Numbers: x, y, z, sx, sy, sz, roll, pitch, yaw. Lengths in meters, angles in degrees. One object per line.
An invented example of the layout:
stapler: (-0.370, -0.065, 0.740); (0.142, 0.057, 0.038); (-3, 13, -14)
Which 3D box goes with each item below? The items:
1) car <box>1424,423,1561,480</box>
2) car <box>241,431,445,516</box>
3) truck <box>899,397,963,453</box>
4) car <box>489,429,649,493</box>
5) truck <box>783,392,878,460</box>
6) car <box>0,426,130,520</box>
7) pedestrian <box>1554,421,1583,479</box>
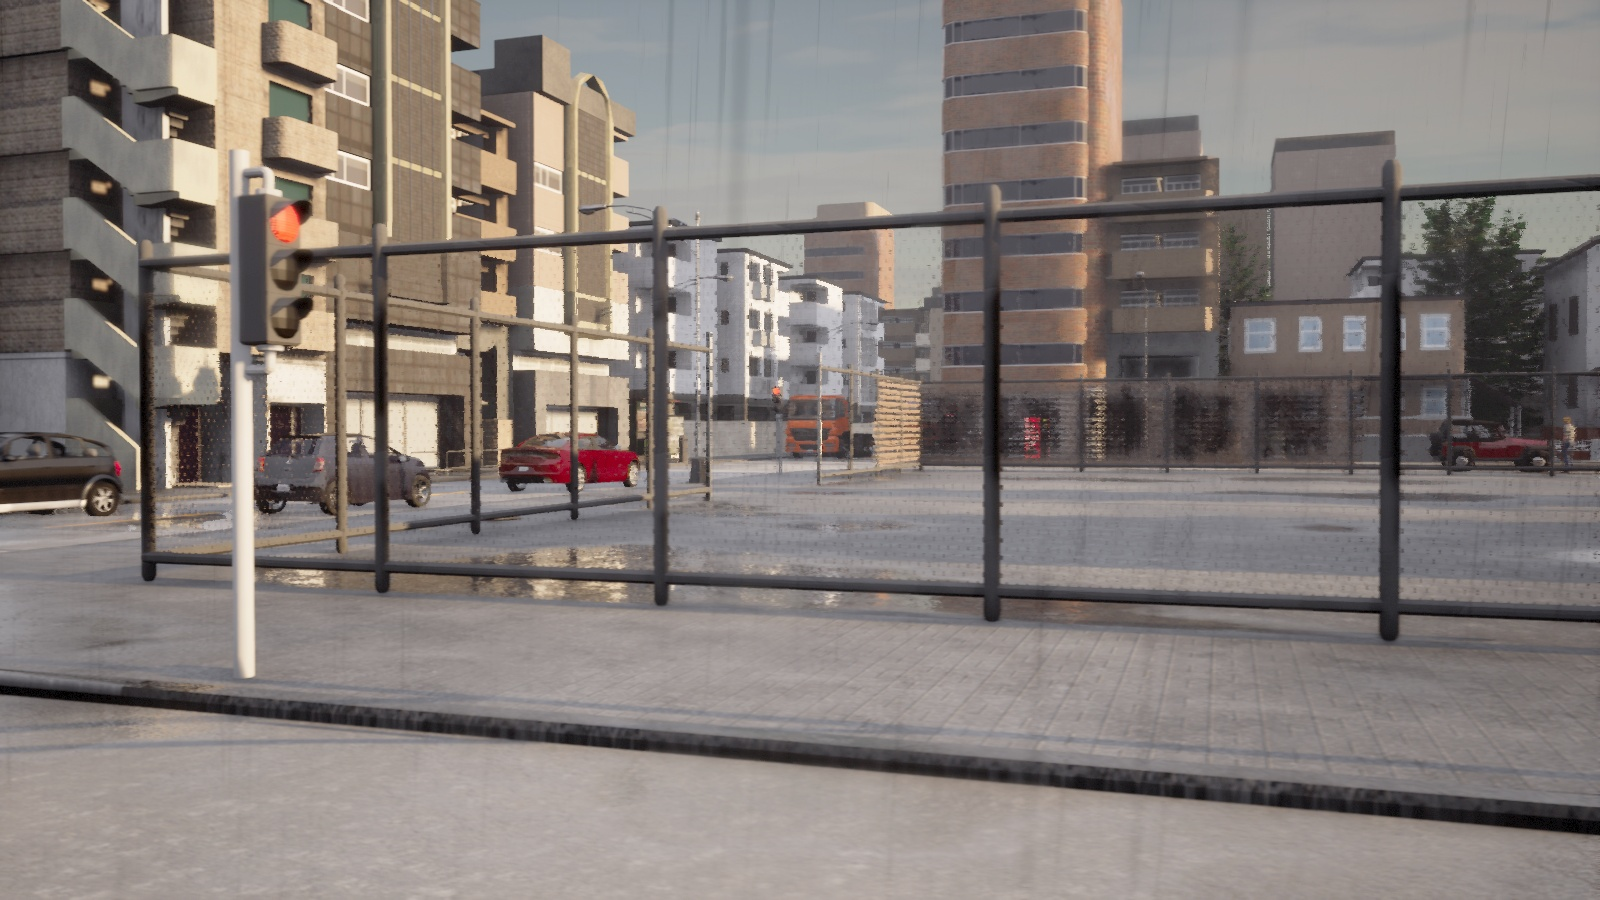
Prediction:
car: (23.908, 0.032, 43.495); (3.866, 1.878, 1.905); (1, 1, 19)
car: (-8.734, 0.386, 24.307); (1.845, 1.501, 3.633); (1, 1, 19)
truck: (9.626, -1.804, 91.349); (2.891, 3.827, 8.468); (1, 1, 19)
car: (-5.899, 0.226, 32.750); (1.882, 1.535, 5.008); (1, 1, 19)
truck: (1.772, -1.278, 68.053); (2.891, 3.462, 7.936); (1, 1, 19)
car: (-13.819, 0.366, 21.722); (1.789, 1.549, 3.705); (1, 1, 19)
pedestrian: (24.670, -0.004, 40.322); (0.354, 1.836, 0.706); (0, 1, -14)
